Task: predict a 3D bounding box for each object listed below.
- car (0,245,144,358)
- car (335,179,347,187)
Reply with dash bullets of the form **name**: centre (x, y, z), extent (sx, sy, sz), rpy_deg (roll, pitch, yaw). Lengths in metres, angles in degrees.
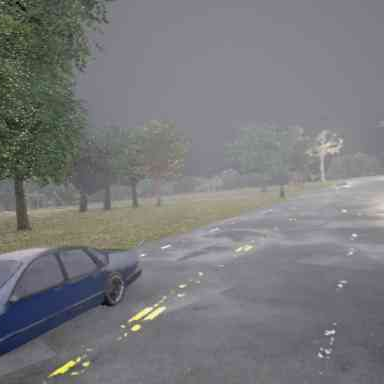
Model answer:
- **car**: centre (-2.944, 1.771, 5.993), extent (2.033, 1.411, 5.357), rpy_deg (-5, 0, 24)
- **car**: centre (31.524, -1.930, 70.117), extent (1.812, 1.442, 4.674), rpy_deg (-5, 2, 30)
